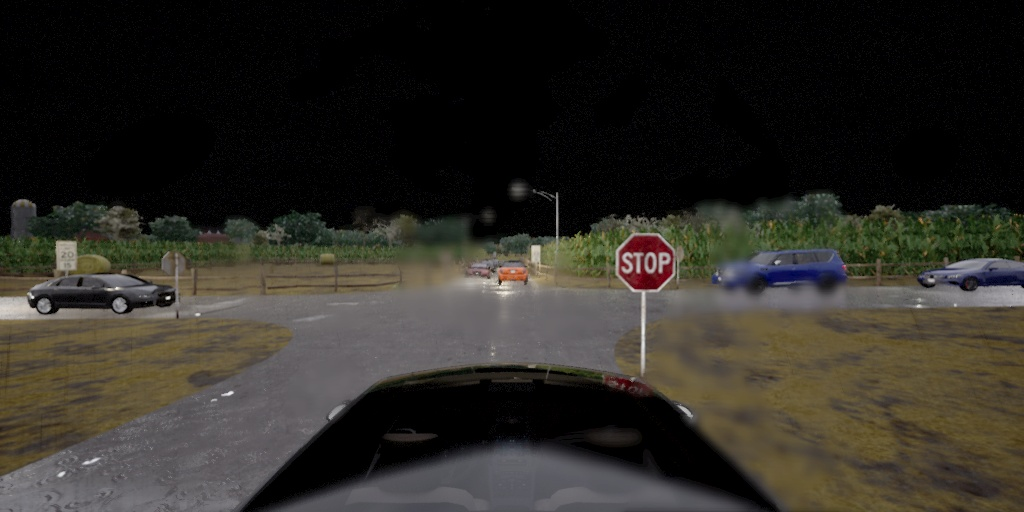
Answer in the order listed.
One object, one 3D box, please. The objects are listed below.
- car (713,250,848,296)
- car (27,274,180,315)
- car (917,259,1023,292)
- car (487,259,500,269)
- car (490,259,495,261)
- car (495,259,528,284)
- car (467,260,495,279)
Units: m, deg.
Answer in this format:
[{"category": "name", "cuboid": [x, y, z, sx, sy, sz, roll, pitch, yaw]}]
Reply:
[{"category": "car", "cuboid": [12.795, 0.746, 17.246, 5.566, 2.045, 2.150, -1, 1, -1]}, {"category": "car", "cuboid": [-16.188, 1.460, 14.359, 4.892, 1.490, 1.837, -1, 1, 0]}, {"category": "car", "cuboid": [22.529, 0.870, 17.270, 4.674, 1.442, 1.812, -1, 1, 0]}, {"category": "car", "cuboid": [-2.863, 1.225, 56.036, 1.837, 1.490, 4.892, 0, 0, 0]}, {"category": "car", "cuboid": [-2.874, 1.260, 42.625, 1.837, 1.490, 4.892, 0, 0, 0]}, {"category": "car", "cuboid": [0.069, 1.125, 27.182, 2.097, 1.767, 4.553, 0, 0, 0]}, {"category": "car", "cuboid": [-2.867, 1.334, 32.213, 1.994, 1.385, 4.181, 0, 0, 0]}]
